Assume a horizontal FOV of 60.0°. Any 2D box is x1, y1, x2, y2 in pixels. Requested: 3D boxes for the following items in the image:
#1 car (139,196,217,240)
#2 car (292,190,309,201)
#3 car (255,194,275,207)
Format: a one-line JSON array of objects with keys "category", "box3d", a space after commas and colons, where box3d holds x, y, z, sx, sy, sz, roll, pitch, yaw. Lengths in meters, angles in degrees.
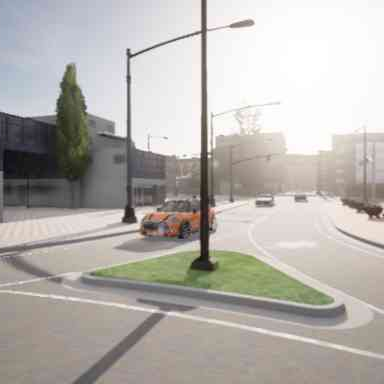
[{"category": "car", "box3d": [-0.531, 1.134, 15.954, 2.097, 1.767, 4.553, 0, 1, 28]}, {"category": "car", "box3d": [17.775, 0.833, 54.494, 1.895, 1.301, 4.718, 0, 1, 19]}, {"category": "car", "box3d": [8.784, 0.979, 39.801, 2.033, 1.411, 5.357, 0, 1, 20]}]
